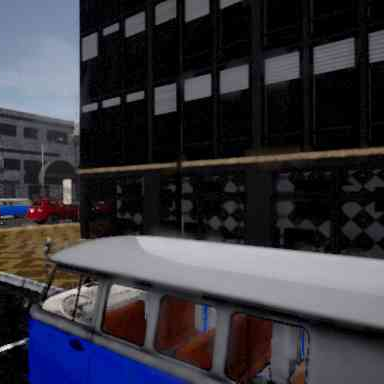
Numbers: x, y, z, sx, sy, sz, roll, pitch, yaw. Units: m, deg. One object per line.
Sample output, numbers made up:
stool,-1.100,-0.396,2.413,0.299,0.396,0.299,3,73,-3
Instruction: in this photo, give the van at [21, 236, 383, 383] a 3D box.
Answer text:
van,0.300,1.344,2.625,3.998,1.788,1.690,0,0,36

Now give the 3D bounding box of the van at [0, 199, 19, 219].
van,-16.422,1.504,29.587,1.690,1.788,3.998,-1,-1,35

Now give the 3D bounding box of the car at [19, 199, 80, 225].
car,-9.588,1.415,24.740,2.192,1.841,5.009,-1,-1,35

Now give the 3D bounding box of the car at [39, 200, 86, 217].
car,-13.225,1.622,34.091,1.967,1.590,4.097,-1,-1,35
